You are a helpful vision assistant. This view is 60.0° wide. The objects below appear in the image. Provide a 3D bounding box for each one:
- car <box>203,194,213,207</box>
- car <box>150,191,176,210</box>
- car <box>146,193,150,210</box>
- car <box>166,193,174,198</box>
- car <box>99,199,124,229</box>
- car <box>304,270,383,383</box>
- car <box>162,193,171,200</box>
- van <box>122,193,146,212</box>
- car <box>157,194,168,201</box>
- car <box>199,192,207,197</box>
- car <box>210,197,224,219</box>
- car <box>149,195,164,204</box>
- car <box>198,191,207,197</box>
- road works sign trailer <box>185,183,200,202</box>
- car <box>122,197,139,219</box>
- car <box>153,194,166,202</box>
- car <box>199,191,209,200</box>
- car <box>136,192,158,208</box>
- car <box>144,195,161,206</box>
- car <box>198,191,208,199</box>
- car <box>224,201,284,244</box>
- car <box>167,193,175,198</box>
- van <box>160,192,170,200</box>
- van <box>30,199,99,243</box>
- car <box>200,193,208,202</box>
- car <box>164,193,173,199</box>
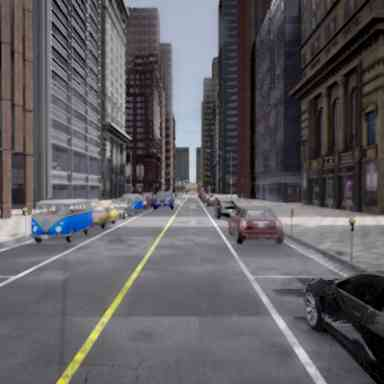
[{"bbox_3d":[2.735,1.273,43.311,1.802,1.307,4.206,0,0,0],"label":"car"},{"bbox_3d":[-3.117,0.952,37.886,2.150,2.045,5.566,0,0,0],"label":"car"},{"bbox_3d":[-5.788,1.170,37.662,1.967,1.590,4.097,0,0,0],"label":"car"},{"bbox_3d":[-5.817,0.965,88.392,1.947,1.339,4.313,0,0,0],"label":"car"},{"bbox_3d":[-5.777,1.374,20.584,1.752,1.417,4.829,0,0,0],"label":"car"},{"bbox_3d":[2.758,1.537,3.858,1.947,1.339,4.313,0,0,0],"label":"car"},{"bbox_3d":[-5.811,0.994,76.948,1.752,1.417,4.829,0,0,0],"label":"car"},{"bbox_3d":[-5.785,1.110,32.025,1.690,1.788,3.998,0,0,0],"label":"van"},{"bbox_3d":[-5.804,1.121,65.846,1.802,1.307,4.206,0,0,0],"label":"car"},{"bbox_3d":[2.725,1.158,60.220,1.802,1.307,4.206,0,0,0],"label":"car"},{"bbox_3d":[2.744,1.374,26.402,1.947,1.339,4.313,0,0,0],"label":"car"},{"bbox_3d":[-5.797,1.180,54.573,1.947,1.339,4.313,0,0,0],"label":"car"},{"bbox_3d":[2.721,0.979,65.855,1.967,1.590,4.097,0,0,0],"label":"car"},{"bbox_3d":[-0.036,0.028,62.100,2.380,3.560,2.880,0,0,0],"label":"road works sign trailer"},{"bbox_3d":[-5.781,1.359,26.390,2.008,1.369,4.403,0,0,0],"label":"car"},{"bbox_3d":[-5.801,1.127,60.209,2.008,1.369,4.403,0,0,0],"label":"car"},{"bbox_3d":[2.713,0.782,77.125,2.192,1.841,5.009,0,0,0],"label":"car"},{"bbox_3d":[-5.792,1.006,43.298,2.192,1.841,5.009,0,0,0],"label":"car"},{"bbox_3d":[-5.794,1.218,48.936,1.947,1.339,4.313,0,0,0],"label":"car"},{"bbox_3d":[2.710,0.748,82.761,2.192,1.841,5.009,0,0,0],"label":"car"},{"bbox_3d":[2.750,1.328,15.128,1.967,1.590,4.097,0,0,0],"label":"car"},{"bbox_3d":[-5.820,0.932,94.028,1.947,1.339,4.313,0,0,0],"label":"car"},{"bbox_3d":[-5.808,0.844,71.481,1.690,1.788,3.998,0,0,0],"label":"van"},{"bbox_3d":[-5.775,1.229,15.116,1.690,1.788,3.998,0,0,0],"label":"van"},{"bbox_3d":[2.728,1.195,54.583,1.802,1.307,4.206,0,0,0],"label":"car"},{"bbox_3d":[-5.814,1.015,82.756,1.802,1.307,4.206,0,0,0],"label":"car"}]
